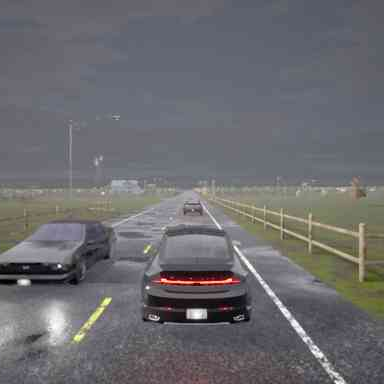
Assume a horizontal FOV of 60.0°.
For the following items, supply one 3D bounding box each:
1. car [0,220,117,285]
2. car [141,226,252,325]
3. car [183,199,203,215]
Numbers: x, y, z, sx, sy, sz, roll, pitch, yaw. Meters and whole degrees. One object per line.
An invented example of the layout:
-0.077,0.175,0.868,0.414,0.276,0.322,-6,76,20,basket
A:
-3.597,1.546,9.777,2.033,1.411,5.357,0,0,0,car
0.077,1.504,7.210,1.837,1.490,4.892,0,0,0,car
0.095,1.475,33.196,2.128,1.511,4.902,0,0,0,car
